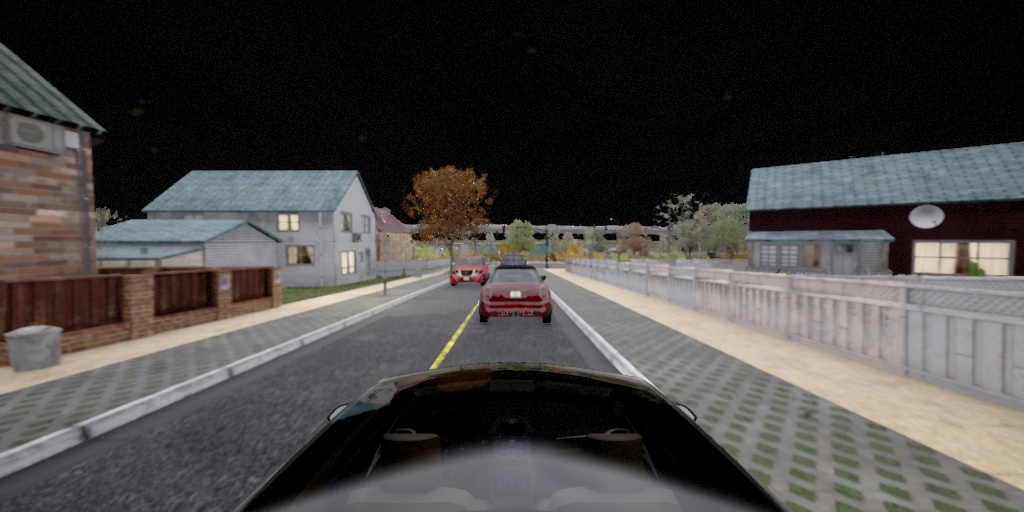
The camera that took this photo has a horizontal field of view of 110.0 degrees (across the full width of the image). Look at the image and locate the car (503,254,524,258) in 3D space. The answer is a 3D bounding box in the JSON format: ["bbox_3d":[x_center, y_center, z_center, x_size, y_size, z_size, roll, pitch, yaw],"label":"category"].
[{"bbox_3d":[0.102,0.856,29.793,2.150,2.045,5.566,0,0,0],"label":"car"}]

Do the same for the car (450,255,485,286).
[{"bbox_3d":[-2.748,0.982,24.355,2.150,2.045,5.566,0,0,0],"label":"car"}]

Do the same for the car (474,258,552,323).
[{"bbox_3d":[0.101,1.054,11.986,2.097,1.767,4.553,0,0,0],"label":"car"}]
